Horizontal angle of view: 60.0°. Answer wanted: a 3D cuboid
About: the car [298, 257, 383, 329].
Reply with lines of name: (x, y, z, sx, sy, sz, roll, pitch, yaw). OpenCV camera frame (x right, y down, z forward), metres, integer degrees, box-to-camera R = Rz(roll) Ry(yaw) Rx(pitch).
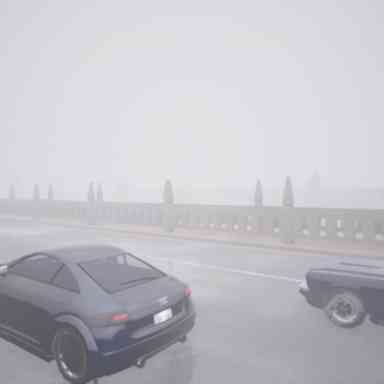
car: (4.243, 1.602, 5.264, 4.718, 1.301, 1.895, 0, 0, 36)

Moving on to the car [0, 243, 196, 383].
car: (-2.003, 1.548, 5.420, 4.181, 1.385, 1.994, 0, 0, 36)
